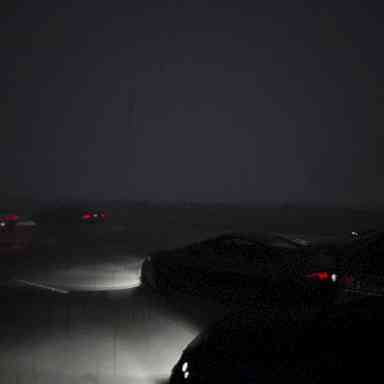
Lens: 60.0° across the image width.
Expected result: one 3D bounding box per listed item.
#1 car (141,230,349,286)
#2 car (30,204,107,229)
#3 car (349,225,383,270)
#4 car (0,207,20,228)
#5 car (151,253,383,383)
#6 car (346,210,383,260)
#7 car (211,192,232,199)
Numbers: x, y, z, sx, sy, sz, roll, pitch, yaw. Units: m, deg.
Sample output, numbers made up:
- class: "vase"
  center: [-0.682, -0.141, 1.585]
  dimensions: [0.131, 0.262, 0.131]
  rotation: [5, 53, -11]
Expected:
- class: "car"
  center: [0.934, 1.543, 7.218]
  dimensions: [4.181, 1.385, 1.994]
  rotation: [0, 0, 32]
- class: "car"
  center: [-7.775, 1.430, 20.773]
  dimensions: [5.357, 1.411, 2.033]
  rotation: [0, 0, 32]
- class: "car"
  center: [5.661, 1.545, 8.426]
  dimensions: [5.357, 1.411, 2.033]
  rotation: [0, 0, 32]
- class: "car"
  center: [-12.254, 1.465, 19.417]
  dimensions: [4.718, 1.301, 1.895]
  rotation: [0, 0, 32]
- class: "car"
  center: [1.842, 1.564, 2.556]
  dimensions: [4.181, 1.385, 1.994]
  rotation: [0, 0, 32]
- class: "car"
  center: [8.001, 1.478, 11.095]
  dimensions: [5.008, 1.535, 1.882]
  rotation: [0, 0, 32]
- class: "car"
  center: [6.635, 0.964, 75.321]
  dimensions: [4.605, 1.855, 1.932]
  rotation: [0, 0, 32]
